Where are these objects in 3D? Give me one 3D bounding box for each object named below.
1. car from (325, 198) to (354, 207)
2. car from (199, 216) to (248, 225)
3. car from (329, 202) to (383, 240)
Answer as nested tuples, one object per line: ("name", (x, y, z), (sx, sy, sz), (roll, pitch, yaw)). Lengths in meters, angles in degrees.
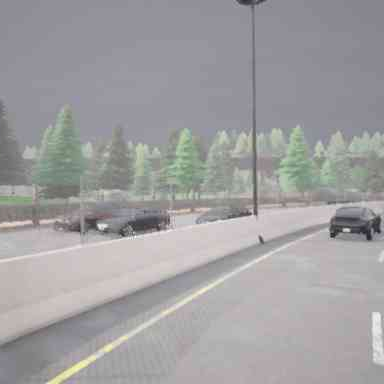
("car", (22.565, 1.547, 50.745), (4.718, 1.301, 1.895), (0, 0, -35))
("car", (2.044, 1.557, 20.387), (1.837, 1.490, 4.892), (-1, 0, 35))
("car", (8.460, 1.479, 17.103), (1.837, 1.490, 4.892), (-1, 0, 36))
